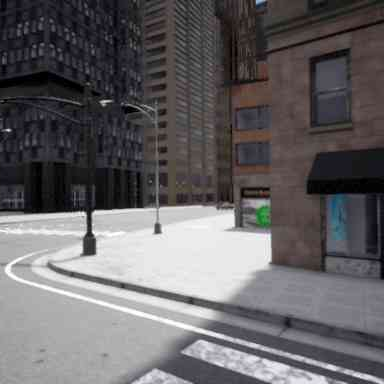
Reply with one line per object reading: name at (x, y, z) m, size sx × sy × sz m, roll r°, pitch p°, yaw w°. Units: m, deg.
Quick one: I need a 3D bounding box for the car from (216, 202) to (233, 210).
car at (5.709, 2.448, 58.508) m, size 1.812 × 1.442 × 4.674 m, roll -1°, pitch -1°, yaw 26°
